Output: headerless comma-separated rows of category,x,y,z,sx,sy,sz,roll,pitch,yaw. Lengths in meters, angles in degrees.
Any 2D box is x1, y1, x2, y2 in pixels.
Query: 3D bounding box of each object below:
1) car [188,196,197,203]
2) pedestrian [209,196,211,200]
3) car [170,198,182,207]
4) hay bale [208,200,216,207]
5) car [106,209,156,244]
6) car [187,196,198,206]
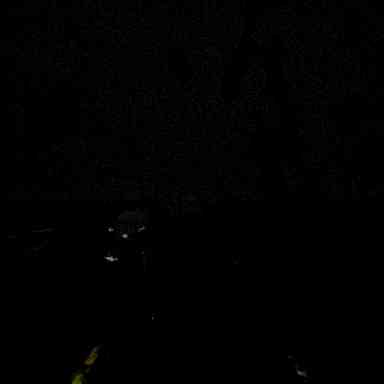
car,0.122,1.665,75.132,2.033,1.411,5.357,0,0,0
pedestrian,2.913,1.505,55.307,0.375,1.860,0.375,-1,1,0
car,-2.712,1.769,57.374,2.033,1.411,5.357,0,0,1
hay bale,3.220,1.867,54.214,1.220,1.180,1.240,1,1,0
car,-2.824,1.597,16.367,1.812,1.442,4.674,0,0,0
car,0.100,1.714,62.066,1.882,1.535,5.008,0,0,0
